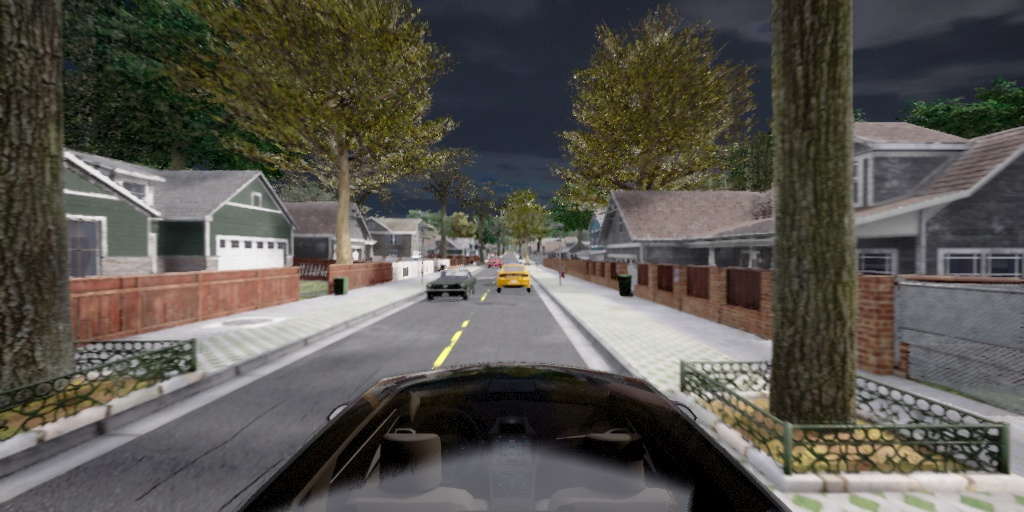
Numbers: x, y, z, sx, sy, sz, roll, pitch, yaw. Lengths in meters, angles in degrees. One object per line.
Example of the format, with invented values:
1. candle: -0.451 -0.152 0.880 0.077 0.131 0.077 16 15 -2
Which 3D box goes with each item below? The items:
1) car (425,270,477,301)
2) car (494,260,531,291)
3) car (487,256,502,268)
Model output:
1. car: -2.850 1.356 17.586 1.895 1.301 4.718 0 0 0
2. car: 0.099 1.239 21.819 1.882 1.535 5.008 0 0 0
3. car: -2.788 0.968 58.875 2.150 2.045 5.566 0 0 1
